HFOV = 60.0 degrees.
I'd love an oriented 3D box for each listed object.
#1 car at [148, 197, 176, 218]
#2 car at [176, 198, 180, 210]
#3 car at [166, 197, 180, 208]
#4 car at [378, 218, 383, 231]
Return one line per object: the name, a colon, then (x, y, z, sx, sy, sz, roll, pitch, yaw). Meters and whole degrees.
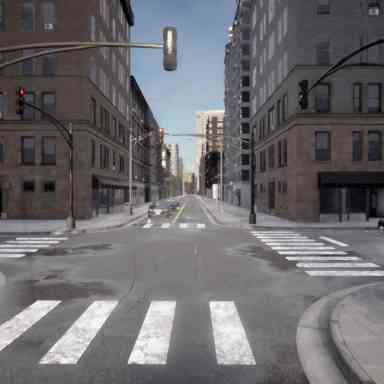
car: (-2.836, 1.499, 30.020, 2.128, 1.511, 4.902, 0, 0, 0)
car: (-2.822, 1.618, 40.124, 1.895, 1.301, 4.718, 0, 0, 0)
car: (-2.807, 1.557, 50.215, 1.812, 1.442, 4.674, 0, 0, 0)
car: (12.379, 1.563, 17.894, 4.313, 1.339, 1.947, 0, 0, 0)
